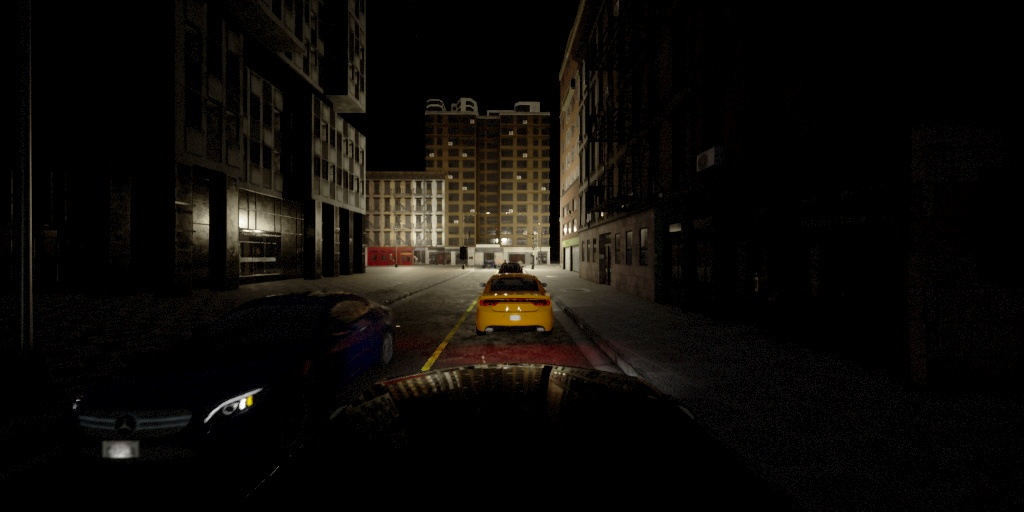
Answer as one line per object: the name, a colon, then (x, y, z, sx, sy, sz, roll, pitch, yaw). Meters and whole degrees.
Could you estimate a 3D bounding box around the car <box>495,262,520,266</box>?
car: (-0.096, 1.213, 28.315, 1.882, 1.535, 5.008, 0, 0, 0)

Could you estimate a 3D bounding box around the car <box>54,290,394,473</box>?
car: (-3.122, 1.275, 5.175, 1.812, 1.442, 4.674, 0, 0, 0)

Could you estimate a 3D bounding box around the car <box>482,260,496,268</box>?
car: (-3.396, 1.260, 54.457, 1.994, 1.385, 4.181, 0, 0, 0)

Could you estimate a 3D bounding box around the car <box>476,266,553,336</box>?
car: (0.041, 1.226, 10.478, 1.882, 1.535, 5.008, 0, 0, -1)
